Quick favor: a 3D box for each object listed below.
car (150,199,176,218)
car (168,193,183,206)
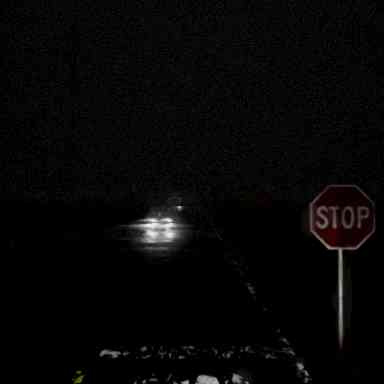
[{"bbox_3d":[-2.756,1.600,30.581,1.895,1.301,4.718,0,0,0],"label":"car"},{"bbox_3d":[-2.761,1.192,55.002,2.150,2.045,5.566,0,0,0],"label":"car"}]
